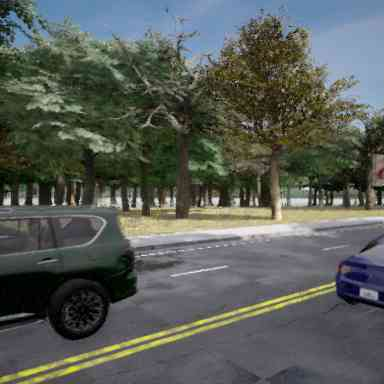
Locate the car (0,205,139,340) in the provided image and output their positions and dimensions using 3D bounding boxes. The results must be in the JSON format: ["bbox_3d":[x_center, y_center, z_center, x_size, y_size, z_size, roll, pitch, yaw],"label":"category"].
[{"bbox_3d":[-3.554,1.266,5.109,5.566,2.045,2.150,0,-1,-36],"label":"car"}]

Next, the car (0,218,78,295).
[{"bbox_3d":[-5.476,1.544,7.727,5.008,1.535,1.882,0,-1,-36],"label":"car"}]

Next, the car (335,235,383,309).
[{"bbox_3d":[4.863,1.581,7.026,4.674,1.442,1.812,0,-1,-36],"label":"car"}]
